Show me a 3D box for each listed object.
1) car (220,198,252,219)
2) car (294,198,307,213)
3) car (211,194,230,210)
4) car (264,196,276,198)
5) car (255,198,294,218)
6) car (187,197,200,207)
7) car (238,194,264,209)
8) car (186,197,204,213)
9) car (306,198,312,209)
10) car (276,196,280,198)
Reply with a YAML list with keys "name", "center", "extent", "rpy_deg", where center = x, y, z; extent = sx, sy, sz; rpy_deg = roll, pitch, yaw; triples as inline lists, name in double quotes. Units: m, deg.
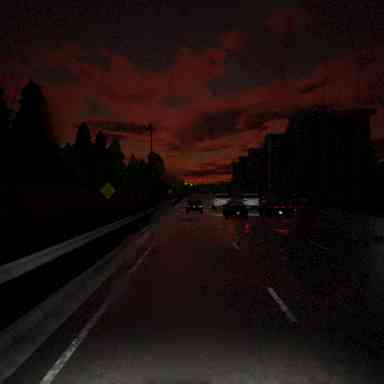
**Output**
- name: "car"
  center: [3.765, 1.526, 29.288]
  extent: [1.812, 1.442, 4.674]
  rpy_deg: [0, 0, 1]
- name: "car"
  center: [10.810, 1.601, 36.949]
  extent: [1.895, 1.301, 4.718]
  rpy_deg: [0, 0, 0]
- name: "car"
  center: [3.832, 1.221, 43.913]
  extent: [2.150, 2.045, 5.566]
  rpy_deg: [0, 0, 0]
- name: "car"
  center: [10.843, 1.505, 50.547]
  extent: [1.837, 1.490, 4.892]
  rpy_deg: [0, 0, 0]
- name: "car"
  center: [7.273, 1.499, 29.732]
  extent: [1.837, 1.490, 4.892]
  rpy_deg: [0, -2, 0]
- name: "car"
  center: [0.262, 1.526, 51.037]
  extent: [1.812, 1.442, 4.674]
  rpy_deg: [0, 0, 0]
- name: "car"
  center: [7.333, 1.222, 43.230]
  extent: [2.150, 2.045, 5.566]
  rpy_deg: [0, 0, 0]
- name: "car"
  center: [0.310, 1.548, 36.954]
  extent: [2.033, 1.411, 5.357]
  rpy_deg: [0, 0, 2]
- name: "car"
  center: [14.338, 1.478, 44.319]
  extent: [1.882, 1.535, 5.008]
  rpy_deg: [0, 0, 0]
- name: "car"
  center: [14.346, 1.477, 57.877]
  extent: [1.882, 1.535, 5.008]
  rpy_deg: [0, 0, 0]
